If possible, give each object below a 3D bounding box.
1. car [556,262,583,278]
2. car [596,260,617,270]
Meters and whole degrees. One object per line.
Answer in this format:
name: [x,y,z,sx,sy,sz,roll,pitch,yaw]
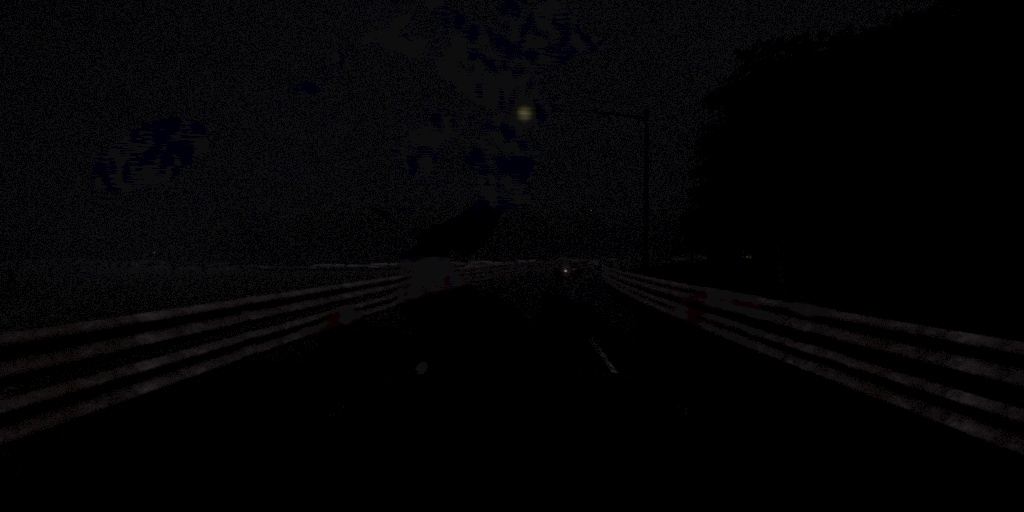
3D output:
car: [5.377,1.277,33.090,1.994,1.385,4.181,0,0,18]
car: [13.606,1.211,51.600,2.033,1.411,5.357,0,1,30]
